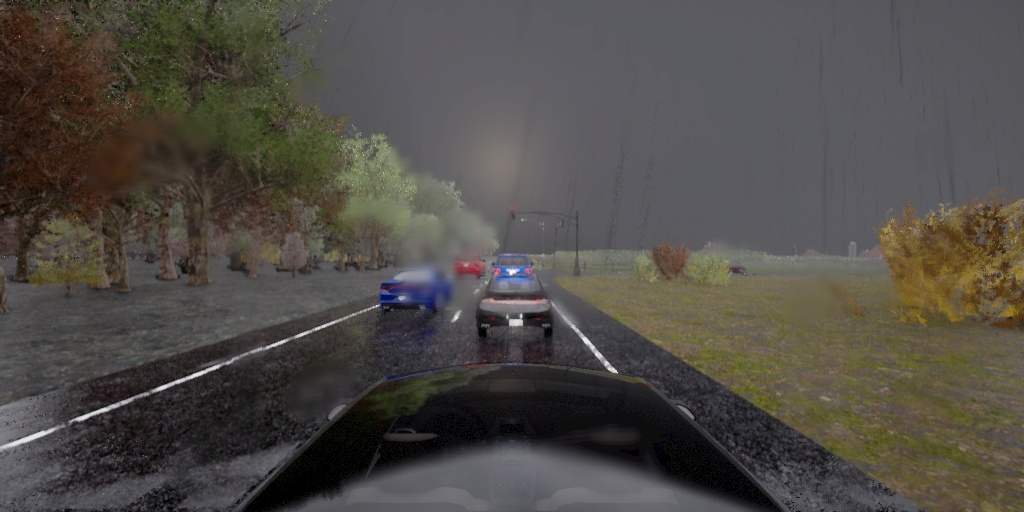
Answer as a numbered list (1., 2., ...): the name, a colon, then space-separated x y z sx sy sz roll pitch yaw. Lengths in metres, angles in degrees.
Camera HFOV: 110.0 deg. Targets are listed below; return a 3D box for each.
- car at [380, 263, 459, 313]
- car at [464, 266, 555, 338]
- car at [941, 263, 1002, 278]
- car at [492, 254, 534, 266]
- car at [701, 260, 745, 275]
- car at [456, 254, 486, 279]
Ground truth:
1. car: -3.441 1.192 13.821 1.882 1.535 5.008 0 0 0
2. car: 0.074 1.217 10.141 2.128 1.511 4.902 0 0 0
3. car: 51.215 1.714 39.672 4.674 1.442 1.812 1 -1 1
4. car: 0.038 0.918 20.057 2.150 2.045 5.566 0 0 0
5. car: 25.467 1.308 43.328 4.553 1.767 2.097 1 -1 0
6. car: -3.499 0.887 30.494 2.150 2.045 5.566 0 0 0
